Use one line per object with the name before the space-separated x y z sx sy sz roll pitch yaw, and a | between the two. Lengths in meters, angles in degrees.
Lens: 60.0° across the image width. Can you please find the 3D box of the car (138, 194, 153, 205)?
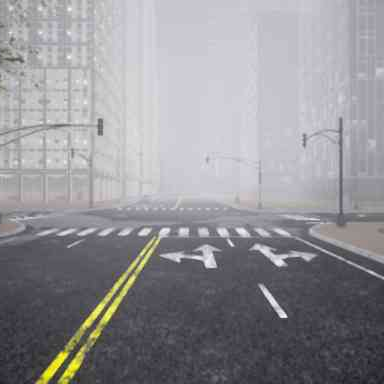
car | -7.127 1.123 51.491 1.882 1.535 5.008 0 1 -1
